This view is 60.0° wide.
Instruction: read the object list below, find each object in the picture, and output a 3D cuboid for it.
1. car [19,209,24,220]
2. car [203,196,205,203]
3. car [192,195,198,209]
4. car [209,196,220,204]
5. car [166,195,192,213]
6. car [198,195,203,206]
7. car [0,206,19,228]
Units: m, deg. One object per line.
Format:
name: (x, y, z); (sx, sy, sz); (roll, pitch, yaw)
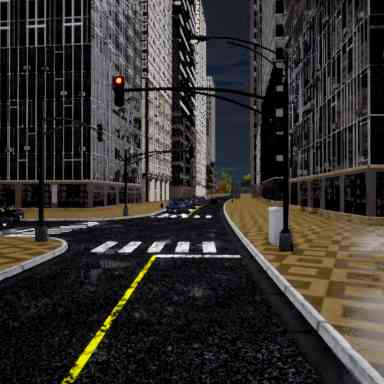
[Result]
car: (-16.426, 1.854, 28.068); (4.403, 1.369, 2.008); (-1, 1, 10)
car: (1.487, 1.416, 64.338); (2.128, 1.511, 4.902); (0, 0, 8)
car: (-0.774, 1.315, 45.087); (2.097, 1.767, 4.553); (0, 0, 6)
car: (4.109, 1.478, 60.247); (2.033, 1.411, 5.357); (0, 0, 7)
car: (-1.546, 1.328, 36.185); (2.097, 1.767, 4.553); (0, 0, 5)
car: (0.152, 1.299, 53.845); (2.097, 1.767, 4.553); (0, 0, 7)
car: (-14.677, 1.774, 21.913); (5.357, 1.411, 2.033); (-1, 0, 9)
